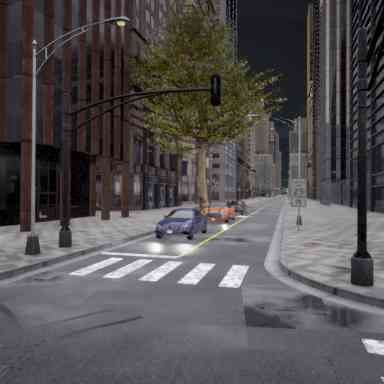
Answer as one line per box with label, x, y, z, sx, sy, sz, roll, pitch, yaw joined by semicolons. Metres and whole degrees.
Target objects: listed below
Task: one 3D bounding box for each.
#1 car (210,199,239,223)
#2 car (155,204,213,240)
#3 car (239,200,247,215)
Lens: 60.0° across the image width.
car;2.228;1.499;27.240;2.097;1.767;4.553;0;0;16
car;-0.415;1.619;17.922;1.812;1.442;4.674;0;0;16
car;5.060;1.718;37.197;1.837;1.490;4.892;0;0;16
